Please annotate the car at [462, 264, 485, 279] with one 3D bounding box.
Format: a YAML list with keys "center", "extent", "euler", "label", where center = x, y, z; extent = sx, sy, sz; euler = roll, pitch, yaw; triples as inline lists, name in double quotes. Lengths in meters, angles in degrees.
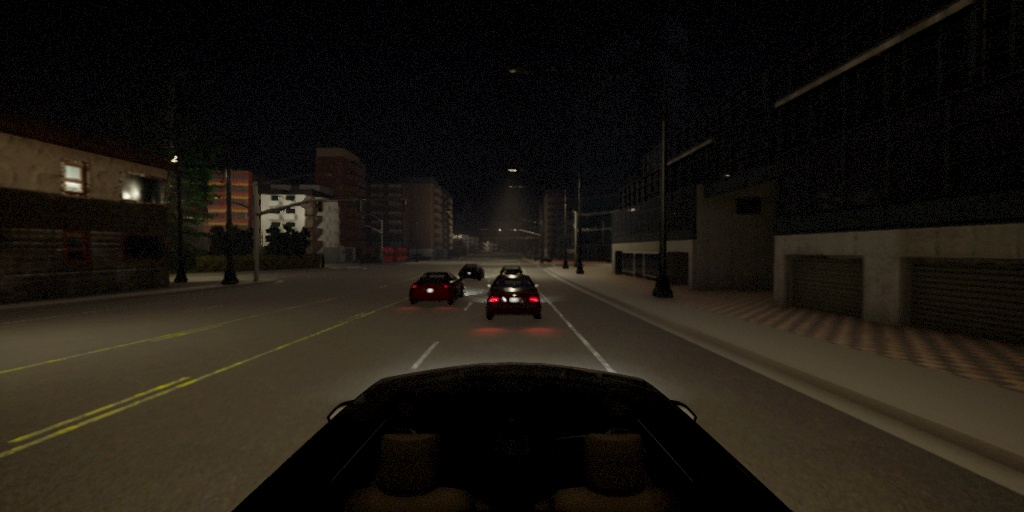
- center: [-3.554, 1.371, 31.952]
  extent: [1.994, 1.385, 4.181]
  euler: [0, 1, 0]
  label: "car"

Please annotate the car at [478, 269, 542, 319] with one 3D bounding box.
- center: [0.047, 1.387, 13.261]
  extent: [2.033, 1.411, 5.357]
  euler: [0, 0, 0]
  label: "car"

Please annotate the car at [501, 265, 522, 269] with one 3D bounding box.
- center: [-0.040, 1.421, 31.134]
  extent: [1.895, 1.301, 4.718]
  euler: [0, 1, 0]
  label: "car"

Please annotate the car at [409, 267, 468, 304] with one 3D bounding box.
- center: [-3.474, 1.436, 17.167]
  extent: [1.994, 1.385, 4.181]
  euler: [0, 0, 0]
  label: "car"
